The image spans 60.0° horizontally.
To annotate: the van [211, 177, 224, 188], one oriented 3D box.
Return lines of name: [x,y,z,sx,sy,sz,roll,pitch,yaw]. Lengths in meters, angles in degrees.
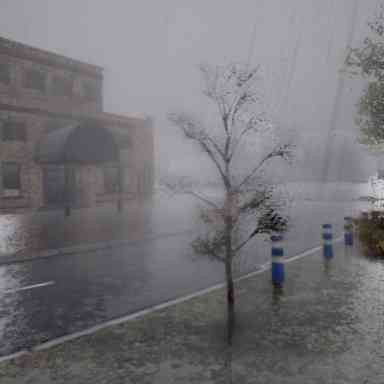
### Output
van: [6.408,-1.730,67.268,1.878,1.987,4.442,5,6,39]

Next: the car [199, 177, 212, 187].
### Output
car: [4.782,-2.002,69.708,2.435,2.045,5.566,6,6,39]

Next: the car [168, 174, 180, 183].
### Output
car: [-2.946,-3.019,82.561,2.231,1.521,4.892,6,6,38]

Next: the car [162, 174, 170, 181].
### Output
car: [-4.507,-3.246,85.137,2.163,1.488,4.792,5,6,38]

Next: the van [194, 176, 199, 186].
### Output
van: [3.185,-2.226,72.202,1.878,1.987,4.442,6,6,39]

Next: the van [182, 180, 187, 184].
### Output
van: [0.234,-2.744,77.514,1.878,1.987,4.442,5,6,39]

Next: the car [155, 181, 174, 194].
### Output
car: [-5.530,-0.562,54.113,2.002,1.452,4.674,4,7,37]

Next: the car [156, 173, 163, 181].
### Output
car: [-6.078,-3.779,87.670,2.435,2.045,5.566,5,6,38]

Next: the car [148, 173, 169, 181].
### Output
car: [-9.267,-4.284,92.750,2.435,2.045,5.566,5,6,38]

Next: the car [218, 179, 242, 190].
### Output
car: [7.867,-1.247,64.632,2.097,1.535,5.008,5,6,39]

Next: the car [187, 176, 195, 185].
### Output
car: [1.687,-2.384,74.844,2.185,1.767,4.553,5,6,39]
